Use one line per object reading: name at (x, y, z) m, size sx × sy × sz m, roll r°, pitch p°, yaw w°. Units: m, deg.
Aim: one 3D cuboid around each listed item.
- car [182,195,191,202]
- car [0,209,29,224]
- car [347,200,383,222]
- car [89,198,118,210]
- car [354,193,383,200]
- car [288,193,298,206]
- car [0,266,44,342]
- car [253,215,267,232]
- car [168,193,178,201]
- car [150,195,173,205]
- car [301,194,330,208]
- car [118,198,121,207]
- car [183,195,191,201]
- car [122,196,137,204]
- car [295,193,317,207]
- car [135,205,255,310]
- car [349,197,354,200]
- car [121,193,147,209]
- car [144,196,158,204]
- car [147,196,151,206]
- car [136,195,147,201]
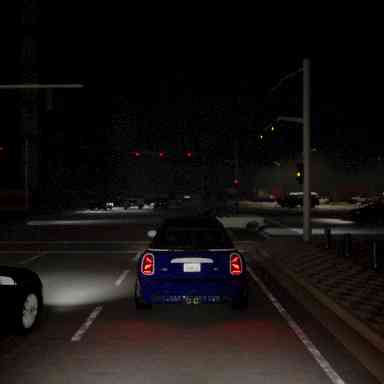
car at (-1.108, 1.595, 72.469) m, size 1.895 × 1.301 × 4.718 m, roll 0°, pitch 0°, yaw -1°
car at (-14.469, 1.641, 24.056) m, size 4.718 × 1.301 × 1.895 m, roll -1°, pitch 0°, yaw -14°
car at (15.017, 1.581, 26.717) m, size 4.674 × 1.442 × 1.812 m, roll 0°, pitch 0°, yaw -1°
car at (-11.364, 1.547, 42.129) m, size 2.033 × 1.411 × 5.357 m, roll 0°, pitch 0°, yaw 0°
car at (35.838, 1.209, 66.902) m, size 4.605 × 1.855 × 1.932 m, roll 0°, pitch 0°, yaw 0°
car at (20.798, 1.209, 61.291) m, size 4.605 × 1.855 × 1.932 m, roll 0°, pitch 0°, yaw 0°
car at (-3.489, 1.505, 3.839) m, size 1.837 × 1.490 × 4.892 m, roll 0°, pitch 0°, yaw 0°
car at (1.890, 1.630, 19.438) m, size 4.718 × 1.301 × 1.895 m, roll 0°, pitch 0°, yaw 0°
car at (-4.692, 1.225, 80.100) m, size 2.150 × 2.045 × 5.566 m, roll 0°, pitch 0°, yaw -1°
car at (-4.171, 1.547, 46.026) m, size 2.033 × 1.411 × 5.357 m, roll 0°, pitch 0°, yaw -1°
car at (20.870, 1.451, 55.713) m, size 3.806 × 1.475 × 1.970 m, roll 0°, pitch 0°, yaw 0°
car at (-11.469, 1.601, 51.717) m, size 1.895 × 1.301 × 4.718 m, roll 0°, pitch 0°, yaw 0°
car at (-1.219, 1.386, 82.537) m, size 1.812 × 1.442 × 4.674 m, roll 0°, pitch 0°, yaw -1°
car at (-11.551, 1.477, 62.169) m, size 1.882 × 1.535 × 5.008 m, roll 0°, pitch 0°, yaw 0°
car at (20.860, 1.419, 58.608) m, size 3.905 × 1.438 × 1.784 m, roll 0°, pitch 0°, yaw 0°
car at (-0.023, 1.352, 8.003) m, size 2.097 × 1.767 × 4.553 m, roll 0°, pitch 0°, yaw -1°
car at (35.890, 1.419, 69.798) m, size 3.905 × 1.438 × 1.784 m, roll 0°, pitch 0°, yaw 0°
car at (-7.913, 1.221, 45.803) m, size 2.150 × 2.045 × 5.566 m, roll 0°, pitch 0°, yaw -3°
car at (-8.066, 1.491, 65.989) m, size 2.128 × 1.511 × 4.902 m, roll 0°, pitch 0°, yaw 0°
car at (-8.005, 1.601, 55.830) m, size 1.895 × 1.301 × 4.718 m, roll 0°, pitch 0°, yaw 0°
car at (-11.658, 1.283, 76.979) m, size 1.895 × 1.301 × 4.718 m, roll 0°, pitch 0°, yaw -1°
